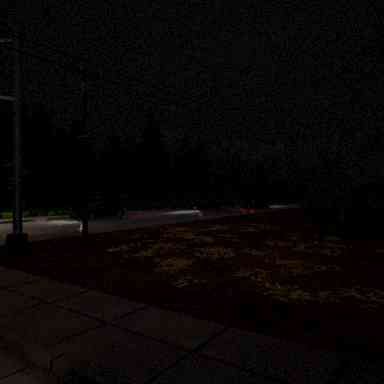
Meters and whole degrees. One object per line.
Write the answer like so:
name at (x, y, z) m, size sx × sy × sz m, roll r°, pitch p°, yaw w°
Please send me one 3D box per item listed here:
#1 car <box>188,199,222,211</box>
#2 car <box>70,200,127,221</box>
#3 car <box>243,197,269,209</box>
car at (1.619, 1.511, 39.948) m, size 1.895 × 1.301 × 4.718 m, roll 0°, pitch 0°, yaw 37°
car at (-7.625, 1.491, 27.481) m, size 1.837 × 1.490 × 4.892 m, roll 0°, pitch 1°, yaw 37°
car at (8.344, 1.360, 42.830) m, size 2.128 × 1.511 × 4.902 m, roll 0°, pitch 0°, yaw 37°
